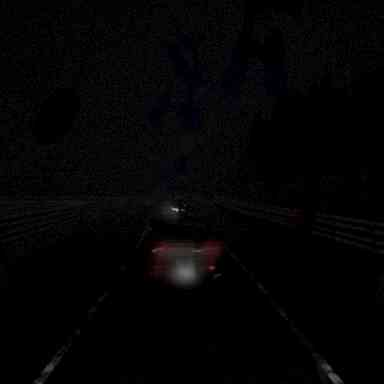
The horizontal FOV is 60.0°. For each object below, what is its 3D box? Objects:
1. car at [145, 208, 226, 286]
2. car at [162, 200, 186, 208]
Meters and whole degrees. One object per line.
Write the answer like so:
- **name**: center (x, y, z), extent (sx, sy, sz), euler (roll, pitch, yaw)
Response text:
- **car**: center (-0.220, 1.443, 9.305), extent (2.128, 1.511, 4.902), euler (0, 0, -2)
- **car**: center (-1.481, 1.397, 27.530), extent (2.033, 1.411, 5.357), euler (0, 0, -4)
